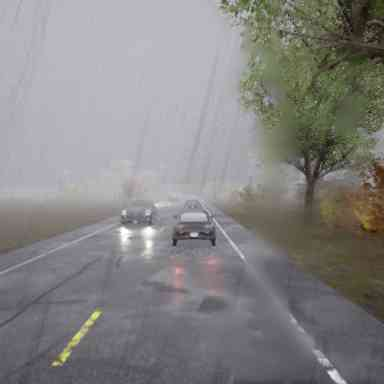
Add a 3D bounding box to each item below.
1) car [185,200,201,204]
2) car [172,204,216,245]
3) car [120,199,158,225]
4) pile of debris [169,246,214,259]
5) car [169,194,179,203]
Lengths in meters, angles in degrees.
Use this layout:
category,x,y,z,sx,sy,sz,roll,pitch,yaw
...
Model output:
category,x,y,z,sx,sy,sz,roll,pitch,yaw
car,0.080,1.475,33.725,2.033,1.411,5.357,0,0,0
car,0.095,1.500,15.381,1.812,1.442,4.674,0,0,0
car,-3.610,1.307,23.404,2.097,1.767,4.553,0,0,0
pile of debris,-0.006,2.157,11.973,1.500,0.140,1.860,0,0,0
car,-3.535,1.214,65.461,1.882,1.535,5.008,0,0,0
